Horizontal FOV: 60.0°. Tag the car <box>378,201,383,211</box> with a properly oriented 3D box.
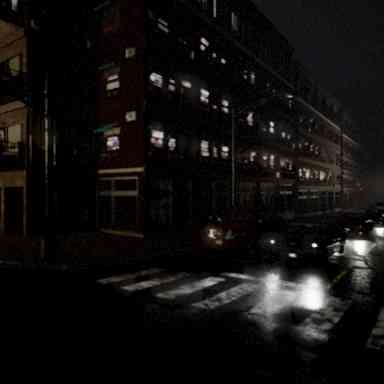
[{"bbox_3d":[38.241,2.740,65.626,2.192,1.841,5.009,-1,-2,35],"label":"car"}]

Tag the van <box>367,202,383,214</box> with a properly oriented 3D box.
[{"bbox_3d":[28.474,2.449,51.649,1.690,1.788,3.998,-1,-2,35],"label":"van"}]

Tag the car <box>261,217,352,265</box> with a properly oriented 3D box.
[{"bbox_3d":[4.686,1.875,13.098,1.895,1.301,4.718,0,-1,36],"label":"car"}]

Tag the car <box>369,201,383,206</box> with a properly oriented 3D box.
[{"bbox_3d":[21.814,2.040,37.492,2.150,2.045,5.566,0,-1,35],"label":"car"}]

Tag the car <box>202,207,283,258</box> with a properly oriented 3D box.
[{"bbox_3d":[2.425,1.591,14.380,2.192,1.841,5.009,-1,-2,35],"label":"car"}]

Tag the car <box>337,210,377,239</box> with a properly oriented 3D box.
[{"bbox_3d":[9.925,2.004,20.571,1.994,1.385,4.181,0,-1,34],"label":"car"}]

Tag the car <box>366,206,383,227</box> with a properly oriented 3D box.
[{"bbox_3d":[15.638,2.186,28.746,1.994,1.385,4.181,0,-1,34],"label":"car"}]
